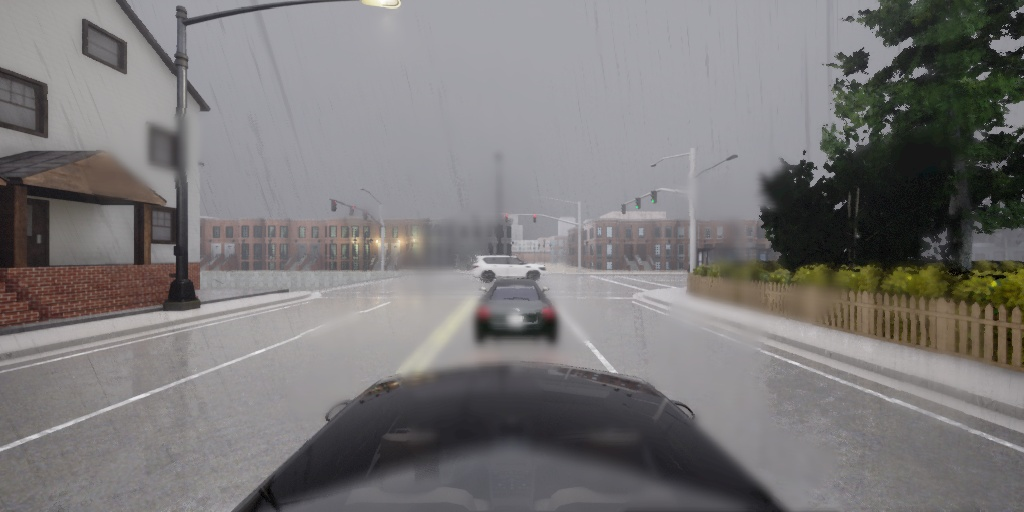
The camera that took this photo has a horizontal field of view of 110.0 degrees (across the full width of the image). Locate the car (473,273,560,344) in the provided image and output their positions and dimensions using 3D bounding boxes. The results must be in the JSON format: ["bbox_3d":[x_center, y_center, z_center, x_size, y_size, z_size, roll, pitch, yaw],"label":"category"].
[{"bbox_3d":[0.101,1.314,9.569,1.994,1.385,4.181,0,0,0],"label":"car"}]

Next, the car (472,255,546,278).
[{"bbox_3d":[-0.200,0.972,26.939,5.566,2.045,2.150,0,0,0],"label":"car"}]
